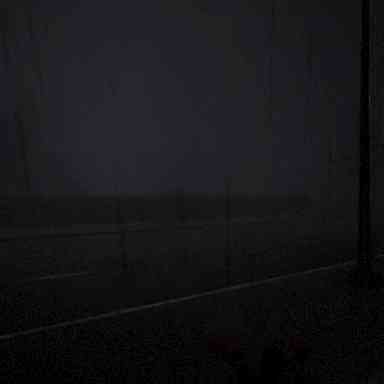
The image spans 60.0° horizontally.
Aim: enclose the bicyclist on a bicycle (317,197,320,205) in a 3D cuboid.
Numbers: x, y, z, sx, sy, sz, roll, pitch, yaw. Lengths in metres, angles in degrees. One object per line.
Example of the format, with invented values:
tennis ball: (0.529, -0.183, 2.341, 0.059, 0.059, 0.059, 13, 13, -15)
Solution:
bicyclist on a bicycle: (23.635, 1.829, 62.020, 0.582, 1.620, 1.656, 0, 0, 21)
